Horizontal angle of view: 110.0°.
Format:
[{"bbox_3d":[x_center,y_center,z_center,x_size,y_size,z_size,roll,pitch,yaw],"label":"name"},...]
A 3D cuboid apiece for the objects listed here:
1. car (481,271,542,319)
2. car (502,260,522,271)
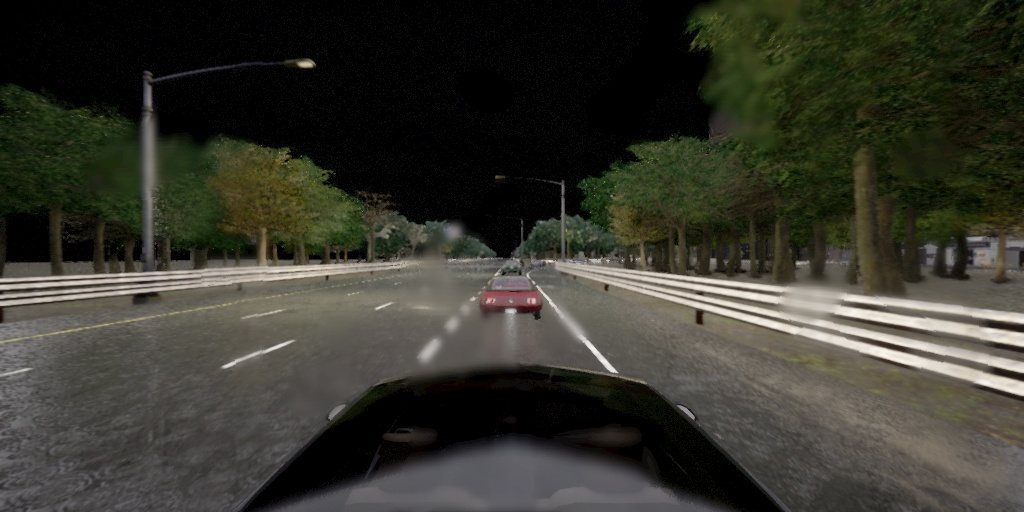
[{"bbox_3d":[-0.020,1.383,12.940,1.895,1.301,4.718,0,0,0],"label":"car"},{"bbox_3d":[0.062,1.211,39.867,2.097,1.767,4.553,0,0,2],"label":"car"}]
